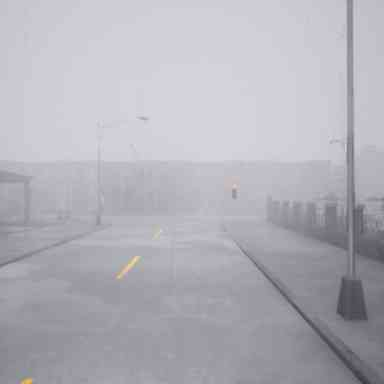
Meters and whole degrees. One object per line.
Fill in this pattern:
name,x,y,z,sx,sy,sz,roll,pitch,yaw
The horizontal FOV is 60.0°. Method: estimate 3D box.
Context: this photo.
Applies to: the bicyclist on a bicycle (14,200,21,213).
bicyclist on a bicycle,-21.786,1.798,41.452,0.582,1.620,1.656,0,0,0
